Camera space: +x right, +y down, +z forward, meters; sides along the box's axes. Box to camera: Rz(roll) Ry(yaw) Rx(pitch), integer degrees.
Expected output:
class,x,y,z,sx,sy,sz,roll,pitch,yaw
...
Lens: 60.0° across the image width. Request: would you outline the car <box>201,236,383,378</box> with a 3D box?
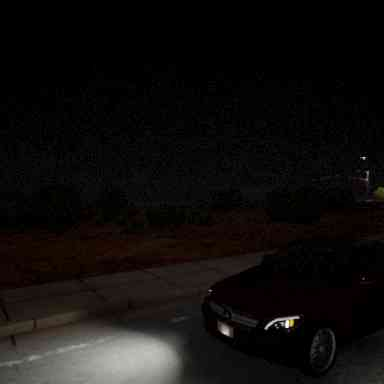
class,x,y,z,sx,sy,sz,roll,pitch,yaw
car,2.332,1.529,5.644,4.674,1.442,1.812,1,0,-35
